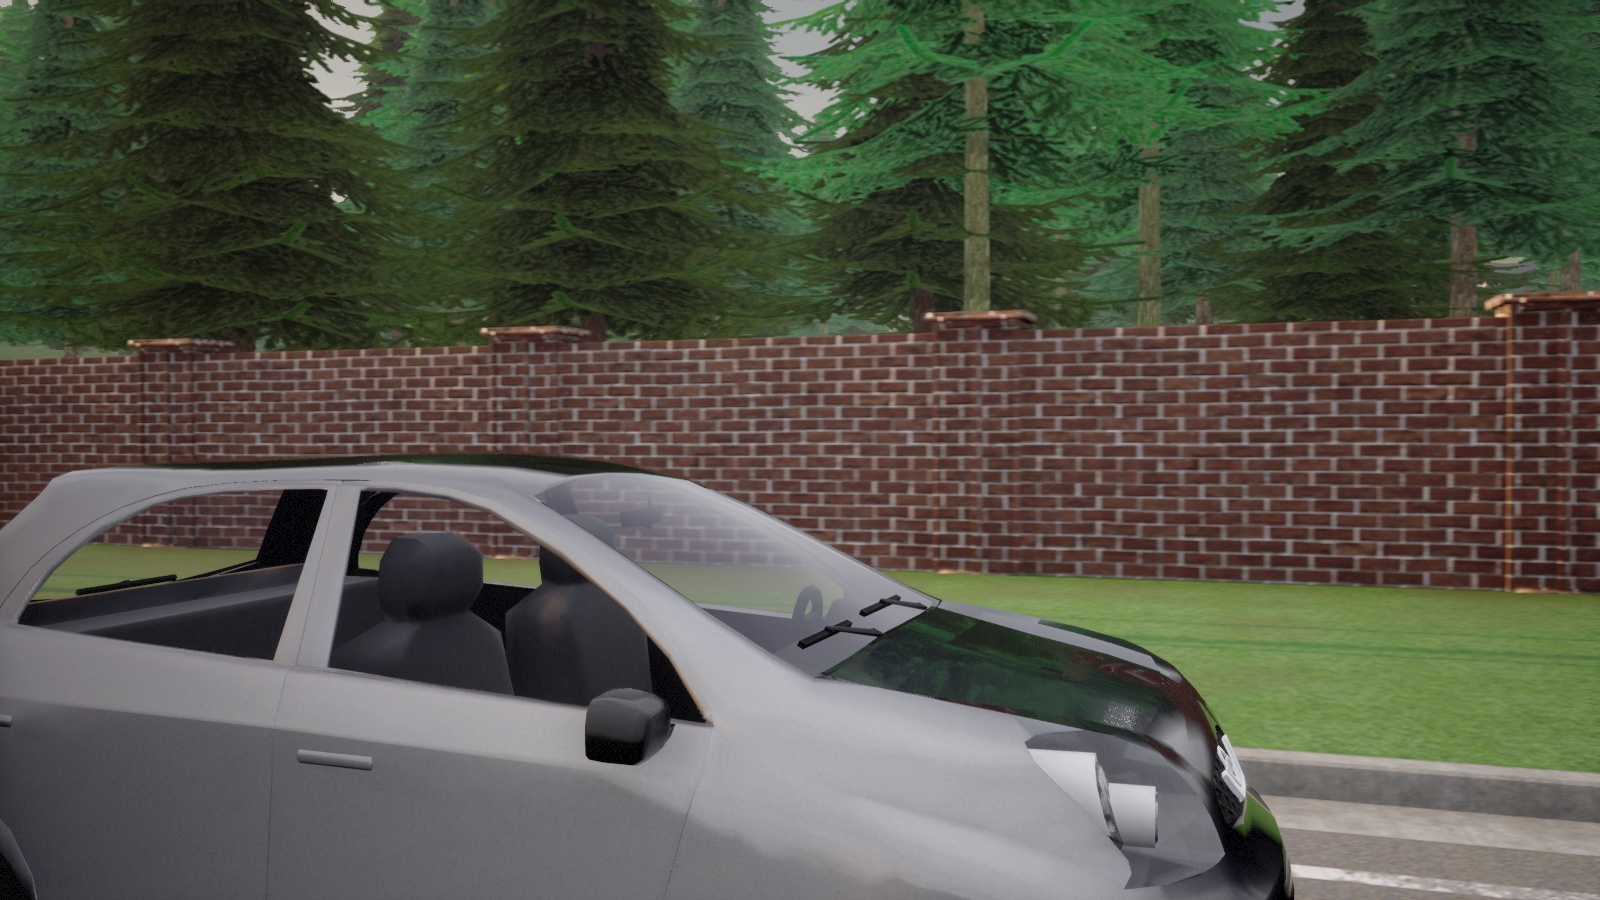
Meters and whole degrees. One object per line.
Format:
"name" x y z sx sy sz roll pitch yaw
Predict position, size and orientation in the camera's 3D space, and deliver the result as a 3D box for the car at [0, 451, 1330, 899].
"car" -0.614 0.784 3.400 3.633 1.501 1.845 1 1 19
